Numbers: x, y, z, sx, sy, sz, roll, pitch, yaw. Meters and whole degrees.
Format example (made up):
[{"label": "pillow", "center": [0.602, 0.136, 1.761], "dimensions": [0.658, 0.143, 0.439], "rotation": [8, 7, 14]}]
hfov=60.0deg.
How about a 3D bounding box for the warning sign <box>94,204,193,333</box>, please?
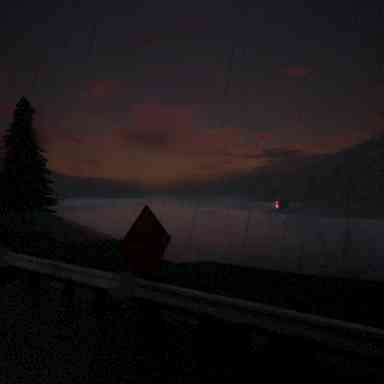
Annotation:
[{"label": "warning sign", "center": [-0.806, 1.153, 5.728], "dimensions": [1.060, 1.860, 1.300], "rotation": [-1, 0, 36]}]
